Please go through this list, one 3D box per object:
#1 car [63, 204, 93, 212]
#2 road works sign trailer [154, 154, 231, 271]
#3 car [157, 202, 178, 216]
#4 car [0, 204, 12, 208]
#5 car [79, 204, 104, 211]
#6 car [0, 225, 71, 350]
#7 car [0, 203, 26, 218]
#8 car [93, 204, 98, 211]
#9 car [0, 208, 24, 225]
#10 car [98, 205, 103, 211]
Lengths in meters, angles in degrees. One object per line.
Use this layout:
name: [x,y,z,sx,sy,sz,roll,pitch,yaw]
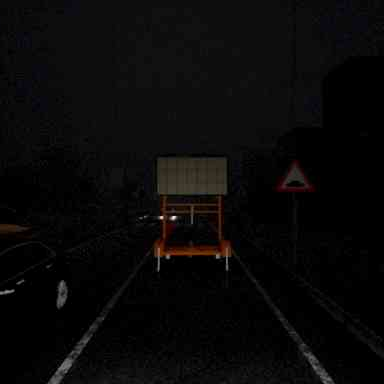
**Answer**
car: [-21.926,3.100,62.857,4.674,1.452,2.002,0,-2,0]
road works sign trailer: [0.005,0.533,11.096,2.380,3.560,2.880,0,-1,-1]
car: [-3.345,2.439,46.945,2.097,1.767,4.553,0,-2,0]
car: [-21.953,2.188,35.367,4.674,1.452,2.002,0,-2,0]
car: [-21.903,3.423,72.550,4.674,1.452,2.002,0,-2,0]
car: [-3.359,1.516,4.897,1.837,1.490,4.892,0,0,0]
car: [-22.018,2.126,38.540,4.553,1.767,2.185,0,-2,0]
car: [-21.915,3.170,66.133,4.892,1.521,2.231,0,-2,0]
car: [-9.394,1.586,14.012,5.366,1.575,1.946,0,-1,0]
car: [-21.919,3.278,69.404,5.008,1.535,2.097,0,-2,0]
